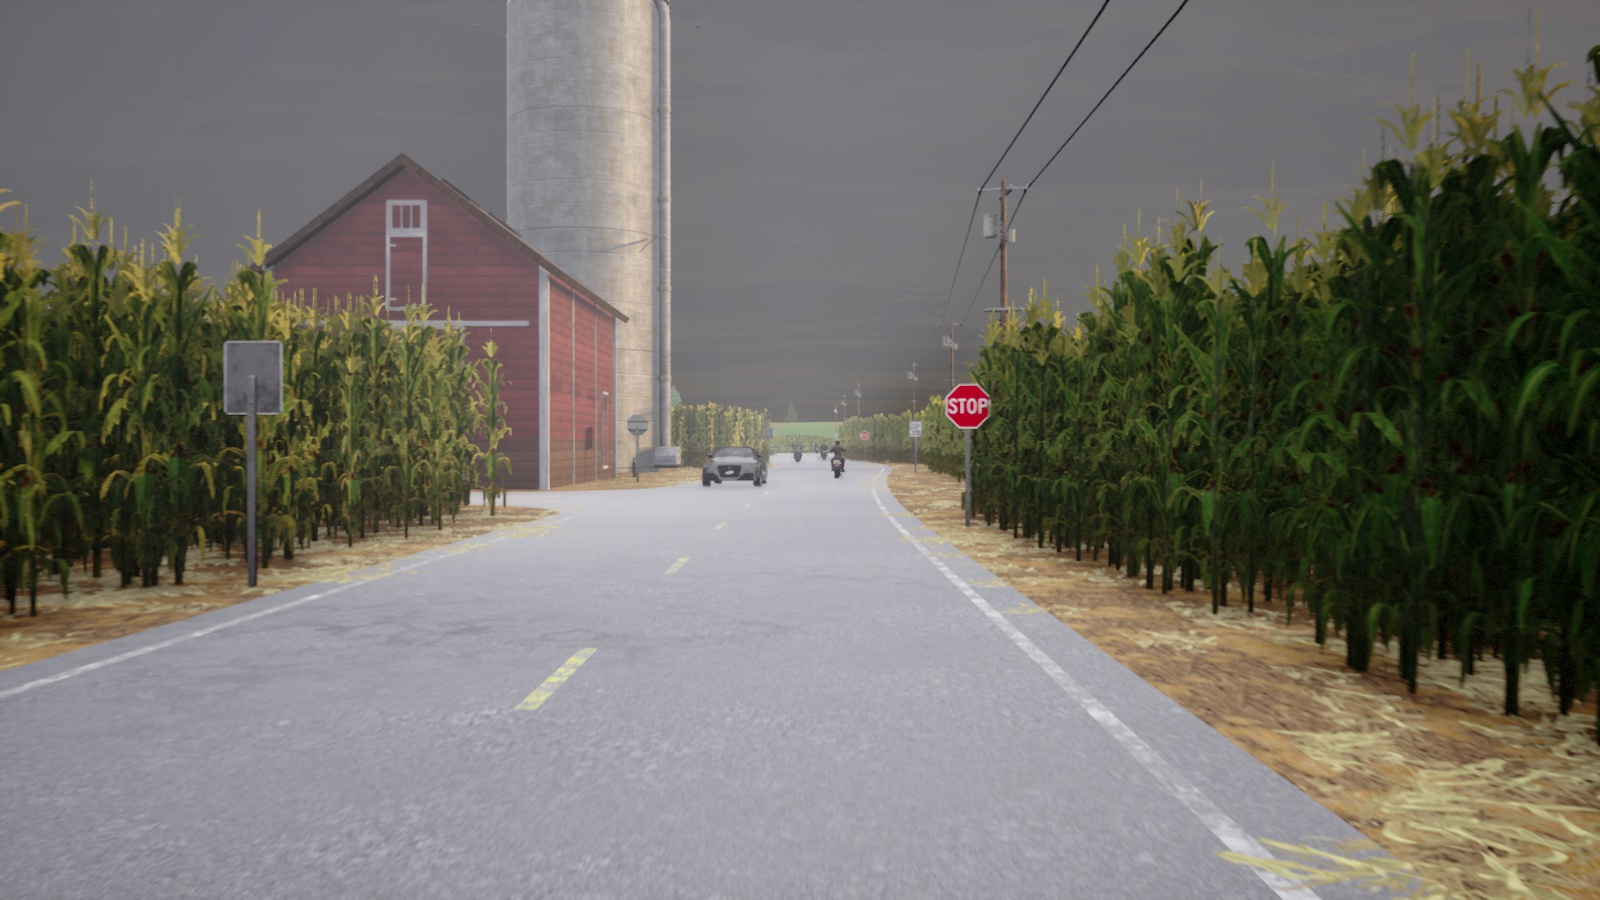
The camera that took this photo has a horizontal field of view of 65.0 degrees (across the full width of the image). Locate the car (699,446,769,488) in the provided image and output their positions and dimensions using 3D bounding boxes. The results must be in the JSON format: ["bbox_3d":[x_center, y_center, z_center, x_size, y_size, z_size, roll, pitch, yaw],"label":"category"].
[{"bbox_3d":[-2.247,0.561,43.935,1.994,1.385,4.181,0,0,4],"label":"car"}]

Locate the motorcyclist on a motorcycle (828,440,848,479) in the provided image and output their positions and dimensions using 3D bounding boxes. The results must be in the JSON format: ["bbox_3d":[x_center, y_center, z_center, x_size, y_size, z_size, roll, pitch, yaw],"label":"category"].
[{"bbox_3d":[1.648,0.394,53.914,0.766,1.649,2.350,0,0,4],"label":"motorcyclist on a motorcycle"}]
